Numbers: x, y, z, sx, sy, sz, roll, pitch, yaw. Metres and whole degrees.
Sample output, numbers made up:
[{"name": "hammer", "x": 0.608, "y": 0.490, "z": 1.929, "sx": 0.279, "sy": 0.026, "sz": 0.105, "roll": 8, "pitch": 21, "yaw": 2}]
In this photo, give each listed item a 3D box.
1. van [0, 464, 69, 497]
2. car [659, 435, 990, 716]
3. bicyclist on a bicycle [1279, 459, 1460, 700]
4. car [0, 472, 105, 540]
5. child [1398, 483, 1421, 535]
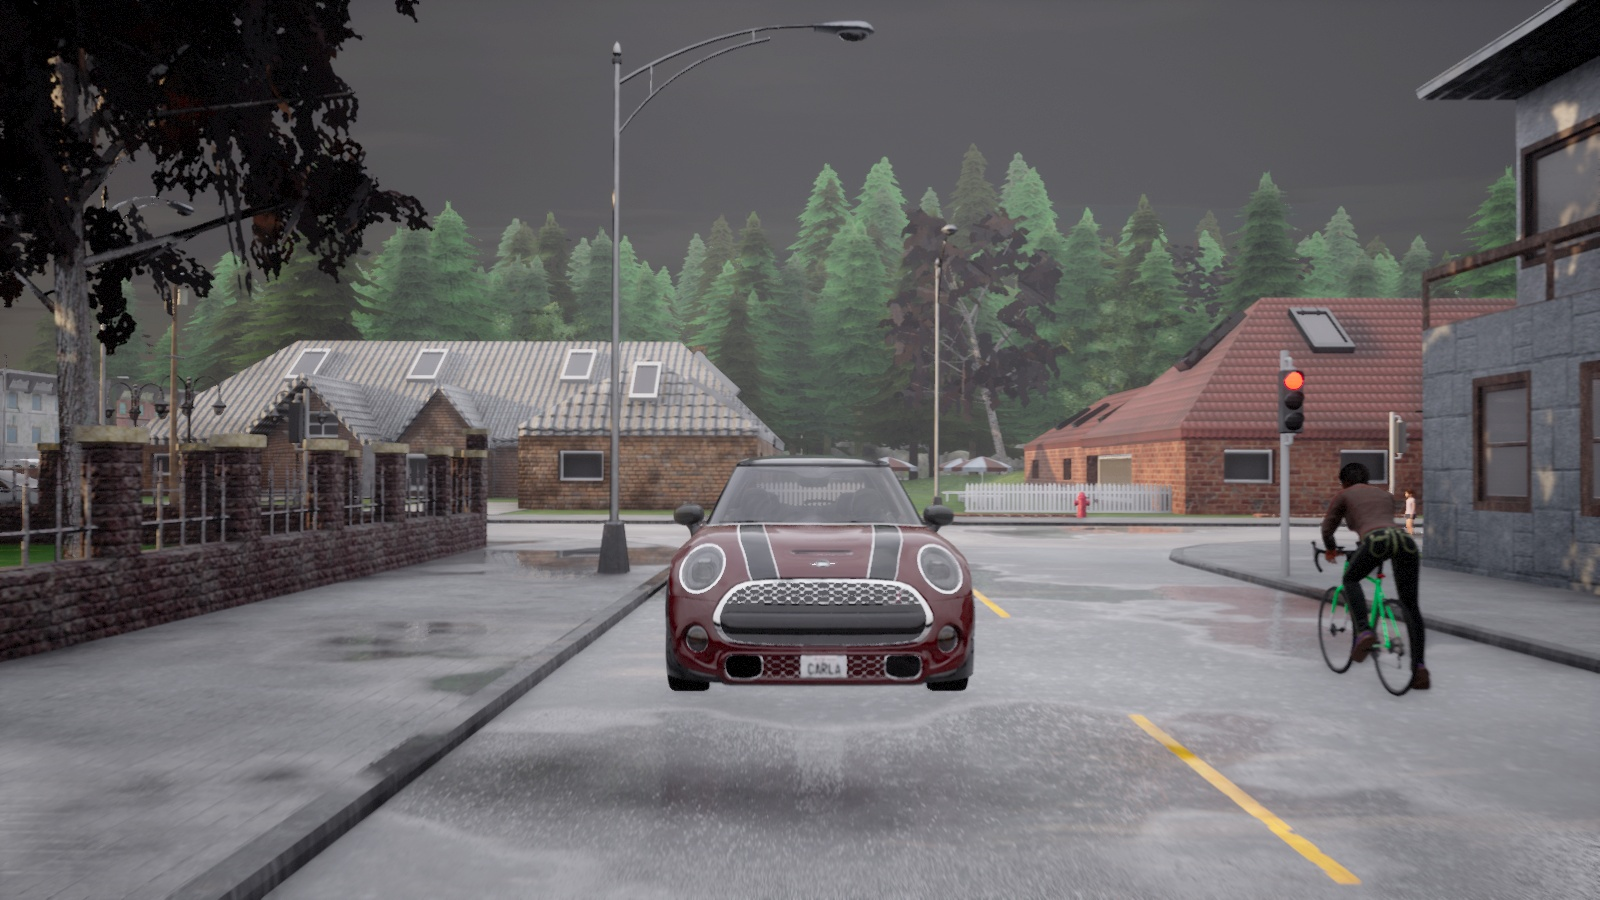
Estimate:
[{"name": "van", "x": -48.302, "y": 1.930, "z": 78.941, "sx": 2.069, "sy": 2.038, "sz": 4.480, "roll": 0, "pitch": -1, "yaw": 1}, {"name": "car", "x": 0.103, "y": 0.824, "z": 10.238, "sx": 2.097, "sy": 1.767, "sz": 4.553, "roll": 0, "pitch": -1, "yaw": -1}, {"name": "bicyclist on a bicycle", "x": 4.146, "y": 0.888, "z": 9.283, "sx": 0.582, "sy": 1.620, "sz": 1.656, "roll": 0, "pitch": -1, "yaw": 1}, {"name": "car", "x": -19.088, "y": 1.281, "z": 29.385, "sx": 4.514, "sy": 1.525, "sz": 2.007, "roll": 0, "pitch": -1, "yaw": -1}, {"name": "child", "x": 13.009, "y": 1.254, "z": 26.803, "sx": 0.394, "sy": 1.110, "sz": 0.255, "roll": 0, "pitch": -1, "yaw": 16}]
